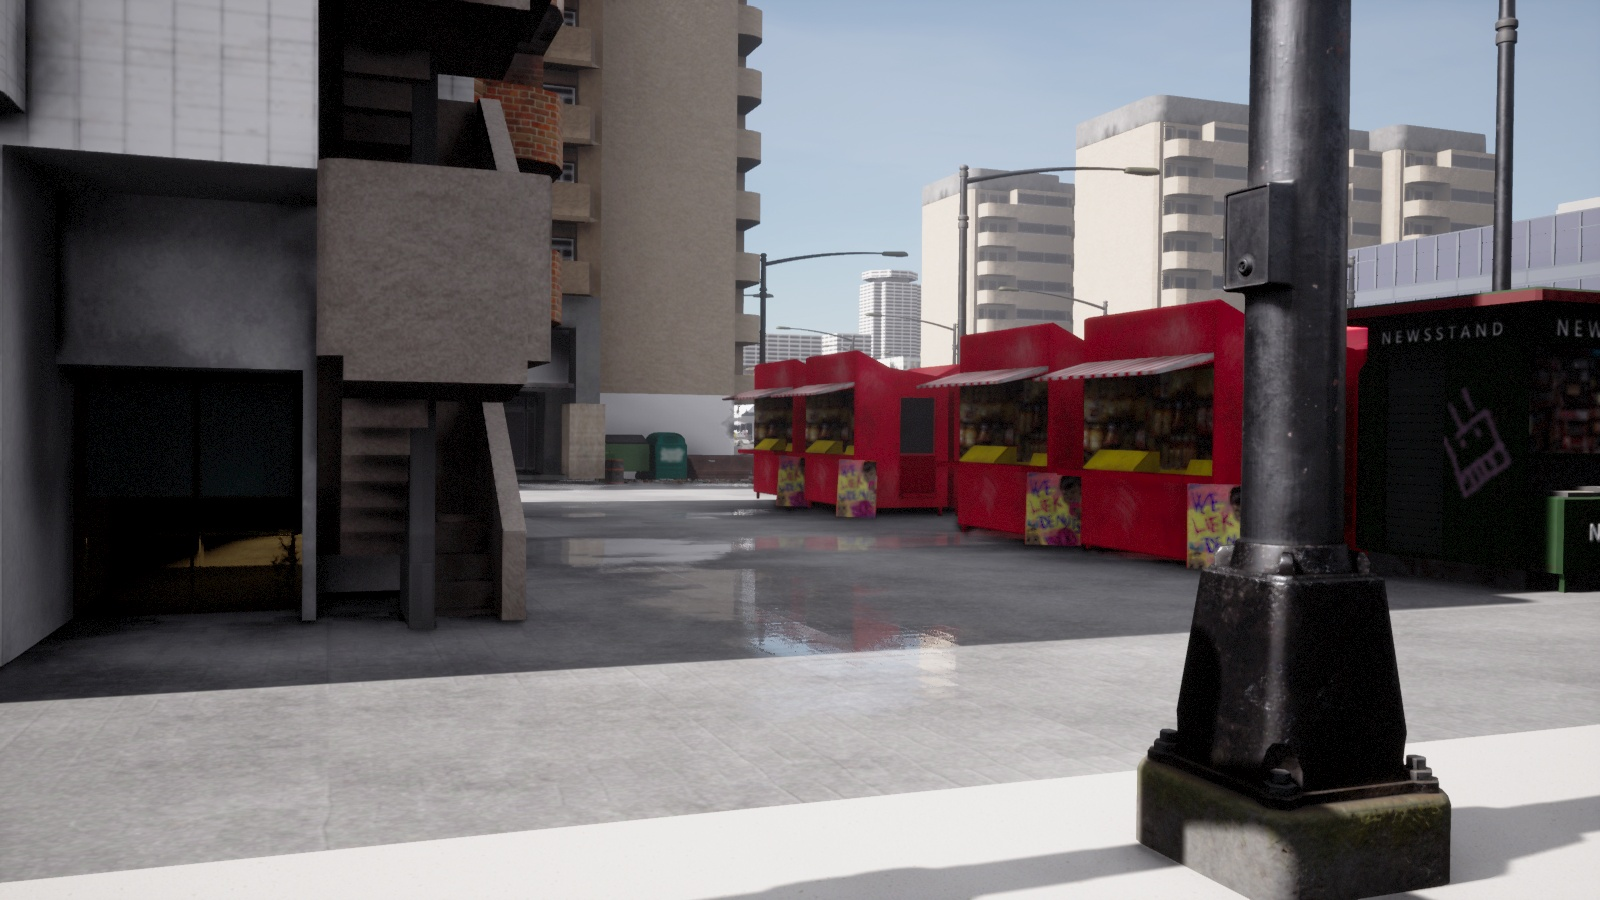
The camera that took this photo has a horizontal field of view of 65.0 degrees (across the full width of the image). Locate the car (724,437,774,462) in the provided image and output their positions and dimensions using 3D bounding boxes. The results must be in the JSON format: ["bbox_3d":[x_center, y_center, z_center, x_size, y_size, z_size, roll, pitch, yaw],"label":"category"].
[{"bbox_3d":[-3.684,-0.045,90.325,2.242,1.667,4.611,-1,2,-21],"label":"car"}]
